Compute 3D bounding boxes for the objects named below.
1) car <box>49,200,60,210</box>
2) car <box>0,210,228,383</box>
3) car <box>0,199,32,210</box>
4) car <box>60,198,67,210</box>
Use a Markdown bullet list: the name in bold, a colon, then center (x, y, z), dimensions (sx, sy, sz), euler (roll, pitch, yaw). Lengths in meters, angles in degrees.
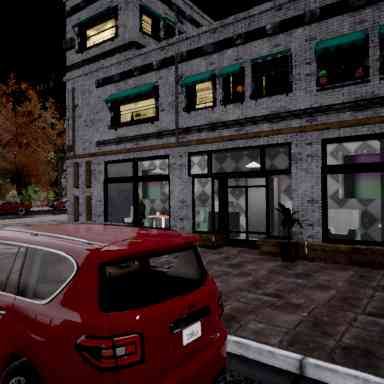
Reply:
- **car**: center (-14.817, 1.374, 39.798), dimensions (1.994, 1.385, 4.181), euler (-1, 0, 37)
- **car**: center (-1.942, 1.316, 4.295), dimensions (5.009, 1.841, 2.192), euler (0, -1, 36)
- **car**: center (-17.554, 1.459, 30.733), dimensions (1.895, 1.301, 4.718), euler (-1, 0, 37)
- **car**: center (-12.091, 1.117, 38.021), dimensions (2.097, 1.767, 4.553), euler (-1, 0, 37)
